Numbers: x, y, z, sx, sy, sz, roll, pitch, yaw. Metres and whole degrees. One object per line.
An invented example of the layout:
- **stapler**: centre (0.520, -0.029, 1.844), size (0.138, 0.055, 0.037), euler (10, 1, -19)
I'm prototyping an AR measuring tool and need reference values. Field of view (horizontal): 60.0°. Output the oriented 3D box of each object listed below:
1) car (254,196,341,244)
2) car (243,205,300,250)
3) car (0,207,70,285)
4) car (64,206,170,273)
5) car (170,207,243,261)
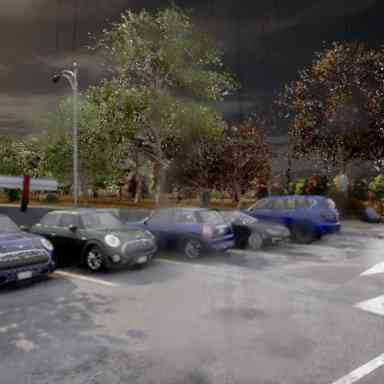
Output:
- **car**: centre (4.127, 1.218, 15.989), size (5.566, 2.045, 2.435), euler (-1, 0, 35)
- **car**: centre (1.692, 1.475, 14.230), size (4.892, 1.521, 2.231), euler (-1, -1, 34)
- **car**: centre (-5.712, 1.361, 8.975), size (4.553, 1.767, 2.185), euler (-1, -1, 35)
- **car**: centre (-3.251, 1.357, 10.737), size (4.553, 1.767, 2.185), euler (-1, -1, 34)
- **car**: centre (-0.742, 1.352, 12.452), size (4.553, 1.767, 2.185), euler (-1, 0, 34)
